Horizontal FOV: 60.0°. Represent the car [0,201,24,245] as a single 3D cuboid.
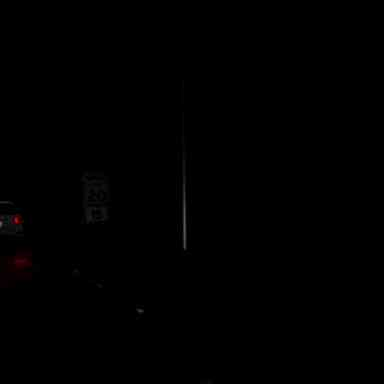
[{"bbox_3d":[-9.758,1.456,16.249,2.150,2.045,5.566,0,-1,-36],"label":"car"}]
